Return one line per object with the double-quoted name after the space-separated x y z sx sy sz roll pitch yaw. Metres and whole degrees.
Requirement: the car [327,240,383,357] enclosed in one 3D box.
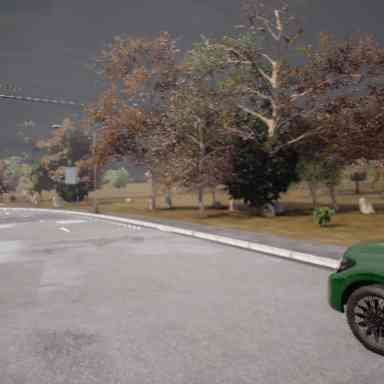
4.203 1.114 3.373 2.150 2.045 5.566 -1 1 -30 "car"
